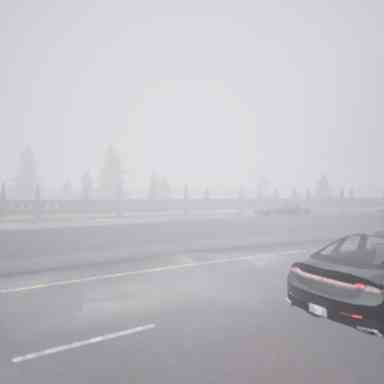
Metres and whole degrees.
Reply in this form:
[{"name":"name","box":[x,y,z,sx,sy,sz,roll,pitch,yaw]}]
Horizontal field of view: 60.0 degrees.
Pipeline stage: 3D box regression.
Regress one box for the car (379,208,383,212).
[{"name":"car","box":[10.018,1.487,13.206,4.892,1.490,1.837,0,0,-25]}]

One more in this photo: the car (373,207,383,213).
[{"name":"car","box":[17.309,1.509,27.609,4.674,1.442,1.812,0,0,-19]}]

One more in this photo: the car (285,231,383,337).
[{"name":"car","box":[3.882,1.477,6.011,4.902,1.511,2.128,0,0,-31]}]

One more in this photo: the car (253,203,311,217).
[{"name":"car","box":[7.442,1.541,27.595,4.718,1.301,1.895,0,0,-23]}]
